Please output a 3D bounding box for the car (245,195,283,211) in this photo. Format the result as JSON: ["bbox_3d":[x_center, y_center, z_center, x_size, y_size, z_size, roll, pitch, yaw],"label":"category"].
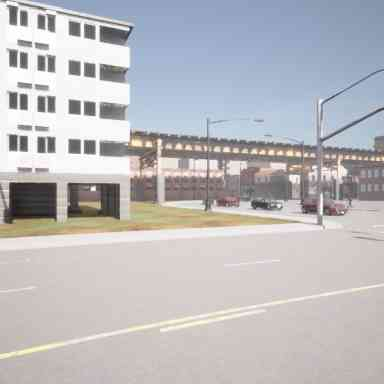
[{"bbox_3d":[9.244,1.491,41.354,2.128,1.511,4.902,0,0,-25],"label":"car"}]

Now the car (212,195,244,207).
[{"bbox_3d":[5.367,1.478,50.095,1.882,1.535,5.008,0,0,-22],"label":"car"}]

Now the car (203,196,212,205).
[{"bbox_3d":[2.916,1.505,59.907,1.837,1.490,4.892,0,0,-1],"label":"car"}]

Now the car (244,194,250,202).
[{"bbox_3d":[11.879,1.525,75.701,2.128,1.511,4.902,0,0,41],"label":"car"}]

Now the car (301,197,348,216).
[{"bbox_3d":[13.110,1.352,33.080,2.097,1.767,4.553,0,0,-25],"label":"car"}]

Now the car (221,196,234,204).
[{"bbox_3d":[7.151,1.492,66.059,2.128,1.511,4.902,0,0,12],"label":"car"}]

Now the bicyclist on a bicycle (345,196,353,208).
[{"bbox_3d":[20.436,1.303,43.310,1.656,1.620,0.582,0,0,-25],"label":"bicyclist on a bicycle"}]
